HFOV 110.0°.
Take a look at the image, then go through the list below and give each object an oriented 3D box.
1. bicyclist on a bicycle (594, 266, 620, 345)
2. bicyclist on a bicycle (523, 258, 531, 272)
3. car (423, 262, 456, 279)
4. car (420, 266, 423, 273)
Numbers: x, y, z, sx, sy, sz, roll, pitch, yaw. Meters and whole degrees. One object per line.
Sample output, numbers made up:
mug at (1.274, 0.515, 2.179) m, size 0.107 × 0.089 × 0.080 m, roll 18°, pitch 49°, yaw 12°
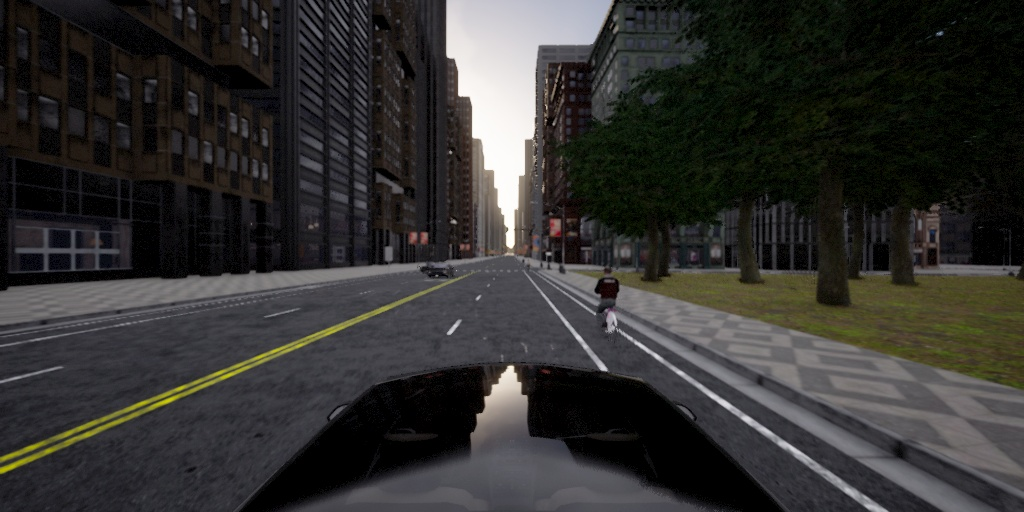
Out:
bicyclist on a bicycle at (2.254, 1.126, 8.653) m, size 0.659 × 1.776 × 1.843 m, roll 0°, pitch 0°, yaw 0°
bicyclist on a bicycle at (2.189, 1.281, 47.471) m, size 0.866 × 1.612 × 1.509 m, roll 0°, pitch 0°, yaw 1°
car at (-6.581, 1.352, 34.120) m, size 2.033 × 1.411 × 5.357 m, roll 0°, pitch 0°, yaw 0°
car at (-9.786, 1.434, 43.650) m, size 1.895 × 1.301 × 4.718 m, roll 0°, pitch 0°, yaw 1°
